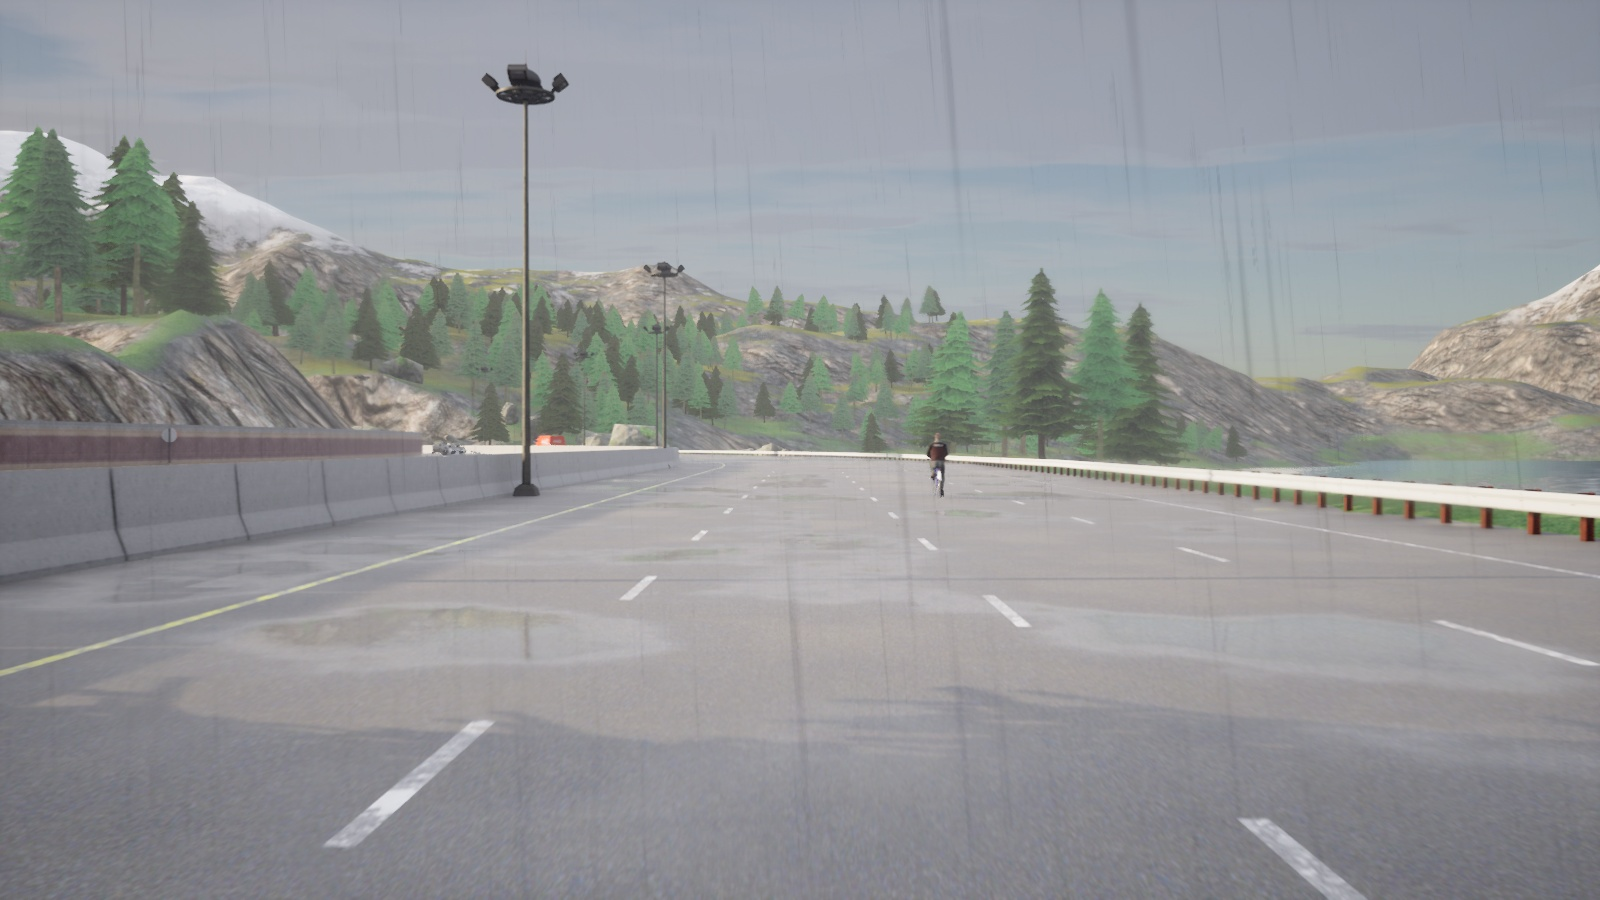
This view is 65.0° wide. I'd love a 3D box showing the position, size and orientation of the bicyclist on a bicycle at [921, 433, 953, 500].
[{"bbox_3d":[3.712,0.427,34.150,0.659,1.776,1.843,0,1,0],"label":"bicyclist on a bicycle"}]
